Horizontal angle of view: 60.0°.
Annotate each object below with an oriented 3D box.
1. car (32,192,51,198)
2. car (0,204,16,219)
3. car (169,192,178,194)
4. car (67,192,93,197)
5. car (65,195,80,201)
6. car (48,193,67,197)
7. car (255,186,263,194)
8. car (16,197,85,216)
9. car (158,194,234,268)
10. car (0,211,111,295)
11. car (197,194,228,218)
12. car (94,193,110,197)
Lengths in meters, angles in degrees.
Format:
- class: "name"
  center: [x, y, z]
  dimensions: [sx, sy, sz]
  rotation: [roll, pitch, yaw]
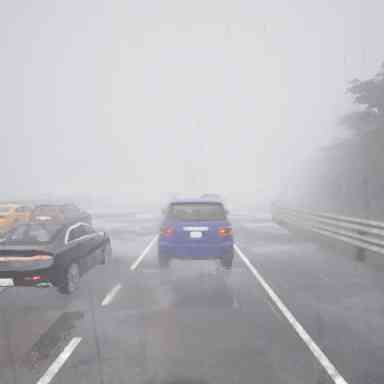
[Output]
- class: "car"
  center: [-28.030, 1.089, 62.700]
  dimensions: [2.150, 2.045, 5.566]
  rotation: [0, 0, 0]
- class: "car"
  center: [-10.369, 1.446, 19.302]
  dimensions: [1.882, 1.535, 5.008]
  rotation: [0, 0, 0]
- class: "car"
  center: [-3.532, 1.090, 63.292]
  dimensions: [2.150, 2.045, 5.566]
  rotation: [0, 0, 0]
- class: "car"
  center: [-21.037, 1.088, 62.809]
  dimensions: [2.150, 2.045, 5.566]
  rotation: [0, 0, 0]
- class: "car"
  center: [-28.144, 1.324, 78.530]
  dimensions: [1.895, 1.301, 4.718]
  rotation: [0, 0, 0]
- class: "car"
  center: [-24.534, 1.408, 62.797]
  dimensions: [2.033, 1.411, 5.357]
  rotation: [0, 0, 0]
- class: "car"
  center: [17.732, -0.384, 88.458]
  dimensions: [2.033, 1.411, 5.357]
  rotation: [0, 3, 11]
- class: "car"
  center: [-6.873, 1.323, 17.498]
  dimensions: [2.097, 1.767, 4.553]
  rotation: [0, 0, 0]
- class: "car"
  center: [0.123, 1.203, 11.367]
  dimensions: [2.150, 2.045, 5.566]
  rotation: [0, 0, 0]
- class: "car"
  center: [-3.490, 1.477, 8.664]
  dimensions: [2.128, 1.511, 4.902]
  rotation: [0, 0, 0]
- class: "car"
  center: [2.066, 1.187, 31.680]
  dimensions: [2.150, 2.045, 5.566]
  rotation: [1, 0, 12]
- class: "car"
  center: [-21.145, 1.254, 78.675]
  dimensions: [1.812, 1.442, 4.674]
  rotation: [0, 0, 0]
